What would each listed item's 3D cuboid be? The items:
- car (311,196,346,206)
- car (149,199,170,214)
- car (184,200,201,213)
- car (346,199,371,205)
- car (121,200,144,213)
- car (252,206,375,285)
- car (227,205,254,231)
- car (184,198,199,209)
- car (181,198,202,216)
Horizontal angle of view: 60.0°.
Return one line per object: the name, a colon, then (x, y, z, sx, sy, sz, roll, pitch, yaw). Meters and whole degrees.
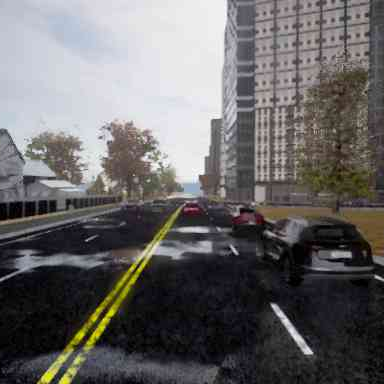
car: (23.000, 1.667, 56.852, 5.009, 1.841, 2.192, 0, 2, 20)
car: (-3.334, 1.509, 35.015, 1.837, 1.490, 4.892, 0, 0, 0)
car: (0.060, 1.605, 37.700, 1.895, 1.301, 4.718, 0, 0, 0)
car: (31.033, 1.747, 62.308, 4.403, 1.369, 2.008, 0, 2, 20)
car: (-6.576, 1.568, 37.003, 1.994, 1.385, 4.181, 0, 0, 0)
car: (3.248, 1.429, 9.488, 2.033, 1.649, 4.856, 0, 0, 0)
car: (3.246, 1.523, 20.492, 1.812, 1.442, 4.674, 0, 0, 0)
car: (-0.010, 1.560, 47.629, 2.033, 1.411, 5.357, 0, 0, 0)
car: (-0.020, 1.564, 32.884, 1.994, 1.385, 4.181, 0, 0, 0)
